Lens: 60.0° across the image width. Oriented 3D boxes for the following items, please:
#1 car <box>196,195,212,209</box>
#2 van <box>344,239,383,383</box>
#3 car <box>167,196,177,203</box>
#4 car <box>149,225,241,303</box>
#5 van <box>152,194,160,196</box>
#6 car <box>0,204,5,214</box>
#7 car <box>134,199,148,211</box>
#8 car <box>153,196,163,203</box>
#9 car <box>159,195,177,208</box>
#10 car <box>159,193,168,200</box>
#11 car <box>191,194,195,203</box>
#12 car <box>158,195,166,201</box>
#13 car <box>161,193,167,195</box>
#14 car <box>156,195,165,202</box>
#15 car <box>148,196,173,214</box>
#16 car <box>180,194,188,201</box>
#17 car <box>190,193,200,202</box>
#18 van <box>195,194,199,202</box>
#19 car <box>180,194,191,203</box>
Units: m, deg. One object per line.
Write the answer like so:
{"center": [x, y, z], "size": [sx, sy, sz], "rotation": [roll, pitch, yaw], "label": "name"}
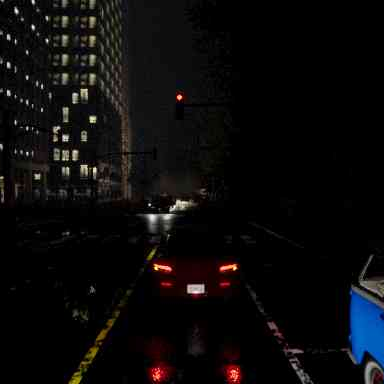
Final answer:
{"center": [1.883, 1.510, 45.887], "size": [1.752, 1.417, 4.829], "rotation": [0, 0, -2], "label": "car"}
{"center": [2.557, 1.341, 2.172], "size": [1.690, 1.788, 3.998], "rotation": [0, 0, 0], "label": "van"}
{"center": [-4.213, 1.522, 69.516], "size": [1.994, 1.385, 4.181], "rotation": [0, 0, -2], "label": "car"}
{"center": [0.051, 1.525, 8.106], "size": [1.812, 1.442, 4.674], "rotation": [0, 0, 0], "label": "car"}
{"center": [-6.646, 1.314, 61.965], "size": [1.690, 1.788, 3.998], "rotation": [0, 0, -2], "label": "van"}
{"center": [-18.230, 1.377, 28.530], "size": [4.206, 1.307, 1.802], "rotation": [1, 0, 3], "label": "car"}
{"center": [-5.846, 1.539, 39.794], "size": [2.008, 1.369, 4.403], "rotation": [0, 0, -1], "label": "car"}
{"center": [-6.849, 1.513, 67.508], "size": [1.887, 1.381, 4.507], "rotation": [0, 0, -2], "label": "car"}
{"center": [-3.576, 1.548, 47.592], "size": [1.994, 1.385, 4.181], "rotation": [0, 0, -1], "label": "car"}
{"center": [-8.107, 1.252, 95.219], "size": [2.192, 1.841, 5.009], "rotation": [0, 0, -3], "label": "car"}
{"center": [1.162, 1.493, 68.053], "size": [1.752, 1.417, 4.829], "rotation": [0, 0, -2], "label": "car"}
{"center": [-7.557, 1.533, 84.138], "size": [1.802, 1.307, 4.206], "rotation": [0, 0, -3], "label": "car"}
{"center": [-3.907, 1.327, 58.803], "size": [2.097, 1.767, 4.553], "rotation": [0, 0, -2], "label": "car"}
{"center": [-7.303, 1.502, 78.594], "size": [1.887, 1.381, 4.507], "rotation": [0, 0, -2], "label": "car"}
{"center": [-3.288, 1.495, 35.517], "size": [1.837, 1.490, 4.892], "rotation": [0, 0, -1], "label": "car"}
{"center": [-1.927, 1.265, 80.616], "size": [1.882, 1.535, 5.008], "rotation": [0, 0, -3], "label": "car"}
{"center": [0.713, 1.271, 78.971], "size": [2.192, 1.841, 5.009], "rotation": [0, 0, -3], "label": "car"}
{"center": [1.731, 1.322, 51.259], "size": [1.690, 1.788, 3.998], "rotation": [0, 0, -2], "label": "van"}
{"center": [-1.505, 1.552, 70.641], "size": [1.895, 1.301, 4.718], "rotation": [0, 0, -2], "label": "car"}
